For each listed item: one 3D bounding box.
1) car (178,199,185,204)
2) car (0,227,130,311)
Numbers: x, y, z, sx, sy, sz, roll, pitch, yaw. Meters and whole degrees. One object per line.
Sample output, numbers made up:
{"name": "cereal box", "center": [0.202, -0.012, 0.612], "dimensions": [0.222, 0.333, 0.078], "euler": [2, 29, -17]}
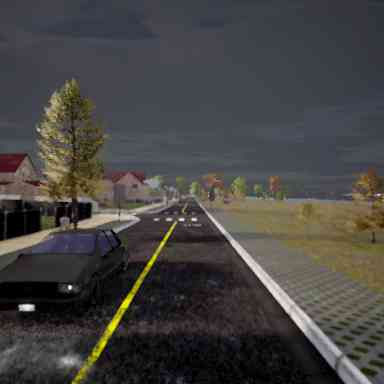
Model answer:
{"name": "car", "center": [-2.737, 2.497, 88.628], "dimensions": [2.033, 1.411, 5.357], "euler": [0, -1, 0]}
{"name": "car", "center": [-2.847, 1.639, 8.401], "dimensions": [2.033, 1.411, 5.357], "euler": [0, -1, 0]}
